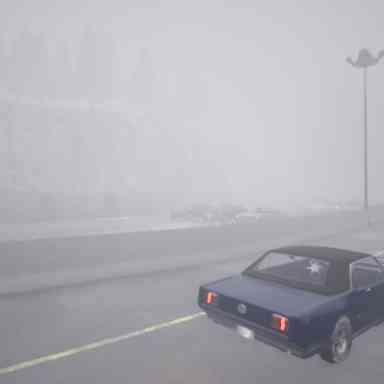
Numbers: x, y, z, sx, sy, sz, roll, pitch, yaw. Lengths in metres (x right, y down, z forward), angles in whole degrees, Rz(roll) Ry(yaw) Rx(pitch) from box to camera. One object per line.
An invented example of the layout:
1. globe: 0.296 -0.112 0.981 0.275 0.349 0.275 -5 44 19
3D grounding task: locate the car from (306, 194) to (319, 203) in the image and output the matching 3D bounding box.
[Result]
1. car: 27.438 1.509 74.993 2.150 2.045 5.566 0 0 34

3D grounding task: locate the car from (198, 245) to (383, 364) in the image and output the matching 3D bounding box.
1. car: 2.452 1.629 5.943 4.718 1.301 1.895 0 0 -39

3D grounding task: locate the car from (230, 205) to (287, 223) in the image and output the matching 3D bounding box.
1. car: 4.960 1.723 23.567 1.895 1.301 4.718 0 0 39

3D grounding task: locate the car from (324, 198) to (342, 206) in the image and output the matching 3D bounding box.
1. car: 25.723 1.781 59.885 1.812 1.442 4.674 0 0 34

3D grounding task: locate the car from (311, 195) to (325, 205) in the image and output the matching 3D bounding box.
1. car: 25.935 1.818 66.464 2.128 1.511 4.902 0 0 34

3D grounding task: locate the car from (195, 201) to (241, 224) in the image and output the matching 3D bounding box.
1. car: 2.781 1.640 26.467 2.128 1.511 4.902 0 0 38

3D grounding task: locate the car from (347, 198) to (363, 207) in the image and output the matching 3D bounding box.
1. car: 27.939 1.731 56.920 1.837 1.490 4.892 0 0 34

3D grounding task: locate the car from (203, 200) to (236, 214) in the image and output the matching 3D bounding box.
1. car: 3.306 1.747 39.184 1.812 1.442 4.674 0 -1 34

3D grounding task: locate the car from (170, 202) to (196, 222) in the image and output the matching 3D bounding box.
1. car: 0.180 1.651 28.817 1.882 1.535 5.008 0 0 40
